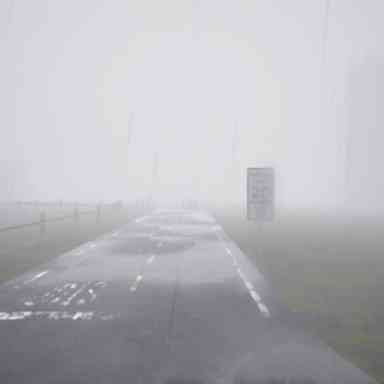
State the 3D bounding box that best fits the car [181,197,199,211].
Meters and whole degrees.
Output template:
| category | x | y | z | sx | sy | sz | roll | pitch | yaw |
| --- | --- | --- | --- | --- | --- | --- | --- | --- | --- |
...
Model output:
| category | x | y | z | sx | sy | sz | roll | pitch | yaw |
| --- | --- | --- | --- | --- | --- | --- | --- | --- | --- |
| car | -0.059 | 1.554 | 41.631 | 2.033 | 1.411 | 5.357 | 0 | 0 | -2 |
